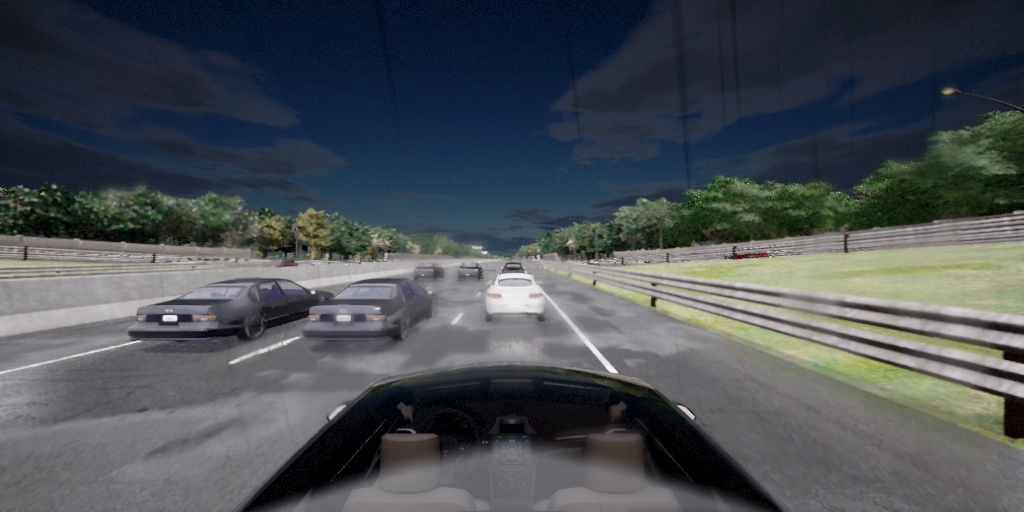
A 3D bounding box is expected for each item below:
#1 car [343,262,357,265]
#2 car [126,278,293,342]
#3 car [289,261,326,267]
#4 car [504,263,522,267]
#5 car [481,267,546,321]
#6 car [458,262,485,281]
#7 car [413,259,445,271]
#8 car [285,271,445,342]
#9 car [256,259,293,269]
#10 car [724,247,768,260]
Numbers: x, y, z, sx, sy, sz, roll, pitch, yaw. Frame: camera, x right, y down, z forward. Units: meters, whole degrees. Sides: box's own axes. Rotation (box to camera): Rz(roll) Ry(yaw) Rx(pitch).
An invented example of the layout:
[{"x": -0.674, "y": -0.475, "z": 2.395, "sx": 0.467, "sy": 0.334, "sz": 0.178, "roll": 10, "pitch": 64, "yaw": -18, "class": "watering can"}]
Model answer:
[{"x": -17.578, "y": 1.379, "z": 39.144, "sx": 1.994, "sy": 1.385, "sz": 4.181, "roll": 0, "pitch": 0, "yaw": 0, "class": "car"}, {"x": -6.898, "y": 1.305, "z": 9.738, "sx": 2.033, "sy": 1.411, "sz": 5.357, "roll": 0, "pitch": 0, "yaw": 0, "class": "car"}, {"x": -21.080, "y": 1.413, "z": 38.165, "sx": 1.895, "sy": 1.301, "sz": 4.718, "roll": 0, "pitch": 0, "yaw": 0, "class": "car"}, {"x": 0.107, "y": 1.297, "z": 30.409, "sx": 1.837, "sy": 1.490, "sz": 4.892, "roll": 0, "pitch": 0, "yaw": 0, "class": "car"}, {"x": 0.103, "y": 1.286, "z": 12.351, "sx": 1.812, "sy": 1.442, "sz": 4.674, "roll": 0, "pitch": 0, "yaw": 0, "class": "car"}, {"x": -3.393, "y": 1.284, "z": 30.227, "sx": 2.128, "sy": 1.511, "sz": 4.902, "roll": 0, "pitch": 0, "yaw": 0, "class": "car"}, {"x": -6.893, "y": 1.284, "z": 30.202, "sx": 2.128, "sy": 1.511, "sz": 4.902, "roll": 0, "pitch": 0, "yaw": 0, "class": "car"}, {"x": -3.398, "y": 1.305, "z": 9.743, "sx": 2.033, "sy": 1.411, "sz": 5.357, "roll": 0, "pitch": 0, "yaw": 0, "class": "car"}, {"x": -24.580, "y": 1.164, "z": 37.683, "sx": 2.097, "sy": 1.767, "sz": 4.553, "roll": 0, "pitch": 0, "yaw": 0, "class": "car"}, {"x": 27.324, "y": -0.275, "z": 42.142, "sx": 2.097, "sy": 1.767, "sz": 4.553, "roll": 0, "pitch": -3, "yaw": -14, "class": "car"}]
